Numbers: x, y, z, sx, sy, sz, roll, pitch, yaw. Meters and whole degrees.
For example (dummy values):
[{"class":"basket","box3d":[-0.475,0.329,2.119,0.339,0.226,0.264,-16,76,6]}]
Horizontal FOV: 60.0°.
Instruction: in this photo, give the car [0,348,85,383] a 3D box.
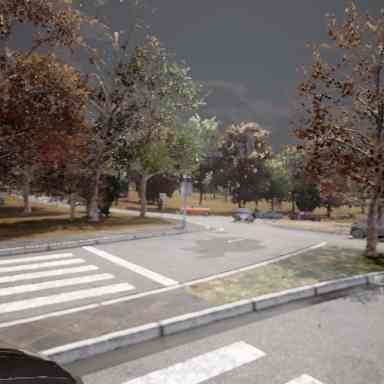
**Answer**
[{"class":"car","box3d":[-2.706,1.487,1.090,4.902,1.511,2.128,0,0,-36]}]

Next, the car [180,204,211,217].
[{"class":"car","box3d":[0.513,2.580,48.455,4.553,1.767,2.097,3,-2,-3]}]

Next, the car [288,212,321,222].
[{"class":"car","box3d":[16.771,3.656,49.656,5.008,1.535,1.882,4,-3,-18]}]

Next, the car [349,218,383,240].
[{"class":"car","box3d":[11.497,2.216,19.350,1.994,1.385,4.181,5,-3,-44]}]

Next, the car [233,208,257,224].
[{"class":"car","box3d":[5.347,2.444,34.905,2.128,1.511,4.902,3,-2,8]}]

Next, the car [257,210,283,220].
[{"class":"car","box3d":[11.392,3.480,51.003,5.357,1.411,2.033,4,-3,-25]}]
